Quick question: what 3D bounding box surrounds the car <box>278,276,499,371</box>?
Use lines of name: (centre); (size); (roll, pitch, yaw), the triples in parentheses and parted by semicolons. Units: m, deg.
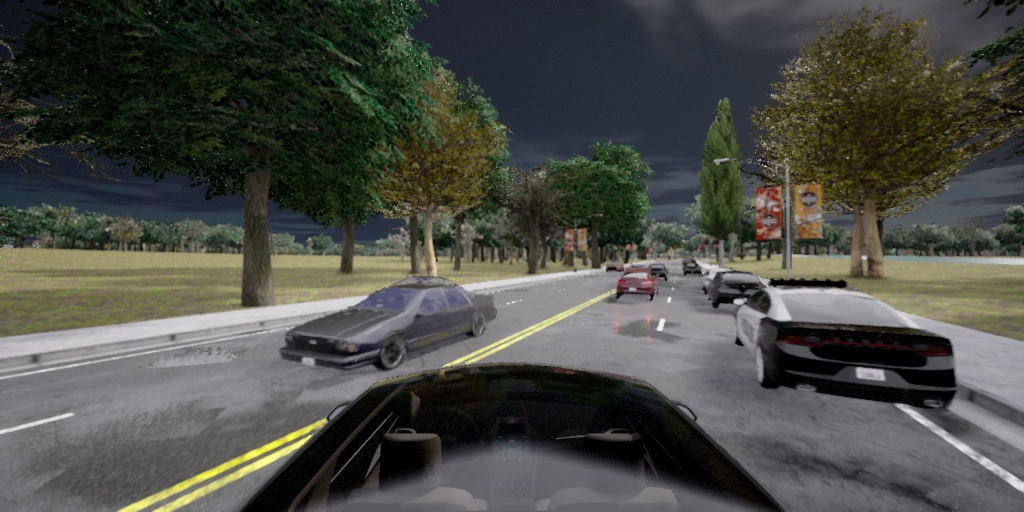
car: (-2.213, 1.368, 8.299); (2.033, 1.411, 5.357); (0, -1, 25)

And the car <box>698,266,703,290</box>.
car: (12.171, 1.448, 20.960); (1.812, 1.442, 4.674); (0, -1, 25)

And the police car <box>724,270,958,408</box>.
police car: (5.365, 1.222, 6.602); (1.930, 1.638, 5.238); (0, -1, 25)

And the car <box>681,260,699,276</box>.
car: (21.135, 1.573, 42.074); (1.837, 1.490, 4.892); (0, 0, 26)

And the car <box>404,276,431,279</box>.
car: (-3.414, 1.437, 13.354); (1.994, 1.385, 4.181); (0, -1, 25)

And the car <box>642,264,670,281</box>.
car: (13.935, 1.534, 34.316); (1.837, 1.490, 4.892); (0, -1, 25)

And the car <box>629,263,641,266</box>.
car: (16.760, 1.683, 48.304); (1.994, 1.385, 4.181); (0, 0, 25)

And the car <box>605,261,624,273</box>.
car: (15.029, 1.497, 52.233); (2.097, 1.767, 4.553); (0, 0, 26)

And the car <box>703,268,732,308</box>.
car: (9.601, 1.383, 15.539); (1.837, 1.490, 4.892); (0, -1, 25)

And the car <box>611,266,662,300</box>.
car: (6.708, 1.439, 19.065); (1.812, 1.442, 4.674); (0, -1, 25)
